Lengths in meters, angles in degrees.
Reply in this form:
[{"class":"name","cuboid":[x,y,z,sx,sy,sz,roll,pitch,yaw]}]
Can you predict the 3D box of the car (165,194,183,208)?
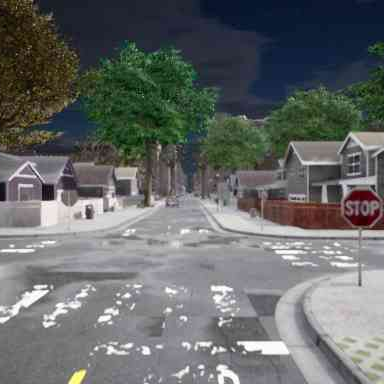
[{"class":"car","cuboid":[-2.885,1.491,48.598,2.128,1.511,4.902,0,0,0]}]
